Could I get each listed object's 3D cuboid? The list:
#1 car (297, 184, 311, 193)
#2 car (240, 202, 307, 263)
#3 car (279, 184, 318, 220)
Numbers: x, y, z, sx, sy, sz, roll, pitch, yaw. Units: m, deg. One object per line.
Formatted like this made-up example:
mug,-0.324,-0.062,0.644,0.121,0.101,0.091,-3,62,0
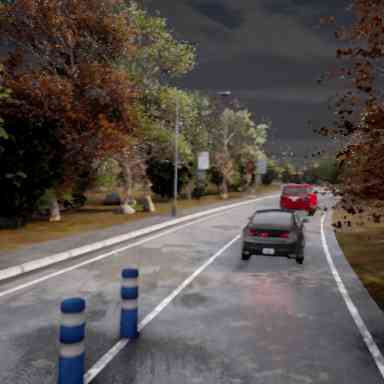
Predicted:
car,18.940,-0.630,56.358,1.895,1.301,4.718,0,3,23
car,2.883,1.325,11.409,1.837,1.490,4.892,0,1,19
car,7.770,0.475,24.103,2.150,2.045,5.566,0,3,25
